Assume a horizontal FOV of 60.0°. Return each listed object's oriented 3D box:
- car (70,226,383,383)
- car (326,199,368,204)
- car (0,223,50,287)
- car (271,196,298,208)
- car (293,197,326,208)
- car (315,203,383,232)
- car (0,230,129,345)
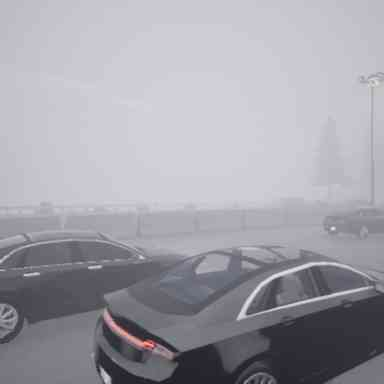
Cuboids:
[{"bbox_3d":[1.209,1.490,4.428,4.902,1.511,2.128,0,0,-34],"label":"car"},{"bbox_3d":[17.917,1.511,37.247,4.892,1.490,1.837,0,0,-22],"label":"car"},{"bbox_3d":[-6.118,1.585,7.920,4.718,1.301,1.895,0,0,-35],"label":"car"},{"bbox_3d":[12.393,1.345,42.472,4.553,1.767,2.097,0,0,-23],"label":"car"},{"bbox_3d":[14.857,1.600,39.778,4.718,1.301,1.895,0,0,-23],"label":"car"},{"bbox_3d":[8.944,1.508,17.241,4.892,1.490,1.837,0,0,-29],"label":"car"},{"bbox_3d":[-2.181,1.497,6.351,4.892,1.490,1.837,0,0,-34],"label":"car"}]
